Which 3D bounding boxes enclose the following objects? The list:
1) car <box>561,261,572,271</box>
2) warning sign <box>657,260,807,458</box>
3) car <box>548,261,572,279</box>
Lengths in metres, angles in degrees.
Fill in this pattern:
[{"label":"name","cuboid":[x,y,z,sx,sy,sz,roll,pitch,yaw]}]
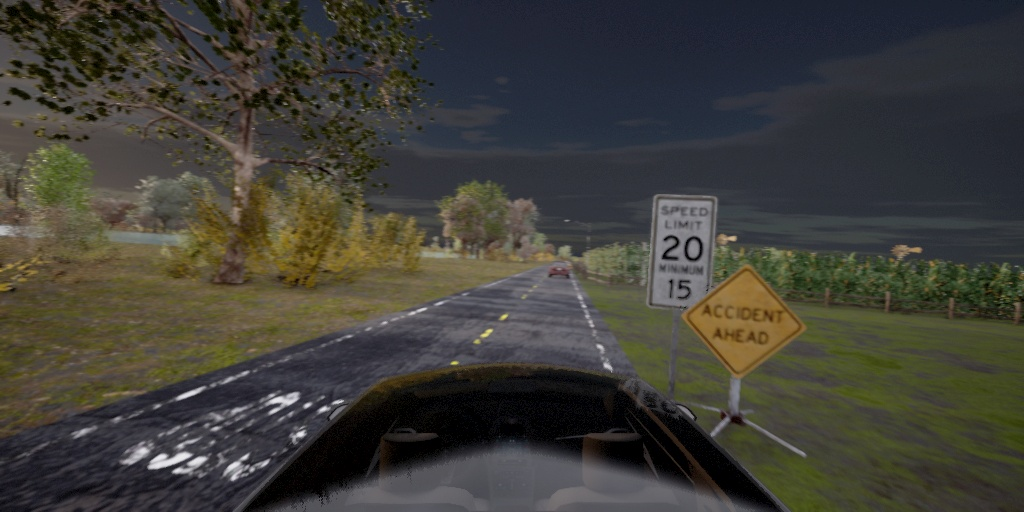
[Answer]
[{"label":"car","cuboid":[9.731,1.665,63.899,1.801,1.575,5.366,4,0,8]},{"label":"warning sign","cuboid":[2.518,1.017,4.114,1.300,1.860,1.060,0,0,8]},{"label":"car","cuboid":[4.963,1.321,37.341,2.097,1.767,4.553,4,0,9]}]
